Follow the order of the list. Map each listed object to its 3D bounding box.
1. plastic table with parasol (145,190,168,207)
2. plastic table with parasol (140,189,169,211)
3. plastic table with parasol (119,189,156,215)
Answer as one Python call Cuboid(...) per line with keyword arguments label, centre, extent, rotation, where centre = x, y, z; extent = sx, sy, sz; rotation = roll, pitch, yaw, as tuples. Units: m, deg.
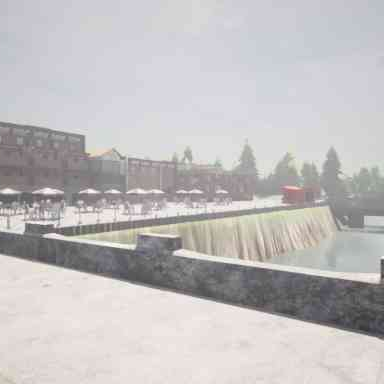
Cuboid(label="plastic table with parasol", centre=(-5.248, 0.925, 49.186), extent=(2.482, 2.480, 2.482), rotation=(0, 0, 35))
Cuboid(label="plastic table with parasol", centre=(-4.538, 0.925, 40.197), extent=(2.482, 2.480, 2.482), rotation=(0, 0, 35))
Cuboid(label="plastic table with parasol", centre=(-5.297, 0.925, 32.509), extent=(2.482, 2.480, 2.482), rotation=(0, 0, 35))
